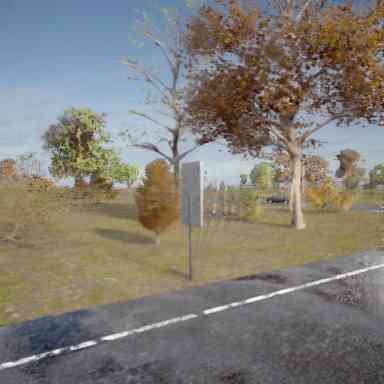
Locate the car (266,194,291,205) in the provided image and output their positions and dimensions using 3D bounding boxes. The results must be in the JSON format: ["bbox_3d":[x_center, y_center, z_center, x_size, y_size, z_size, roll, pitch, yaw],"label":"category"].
[{"bbox_3d":[13.256,1.155,49.414,1.837,1.490,4.892,-1,1,-35],"label":"car"}]
